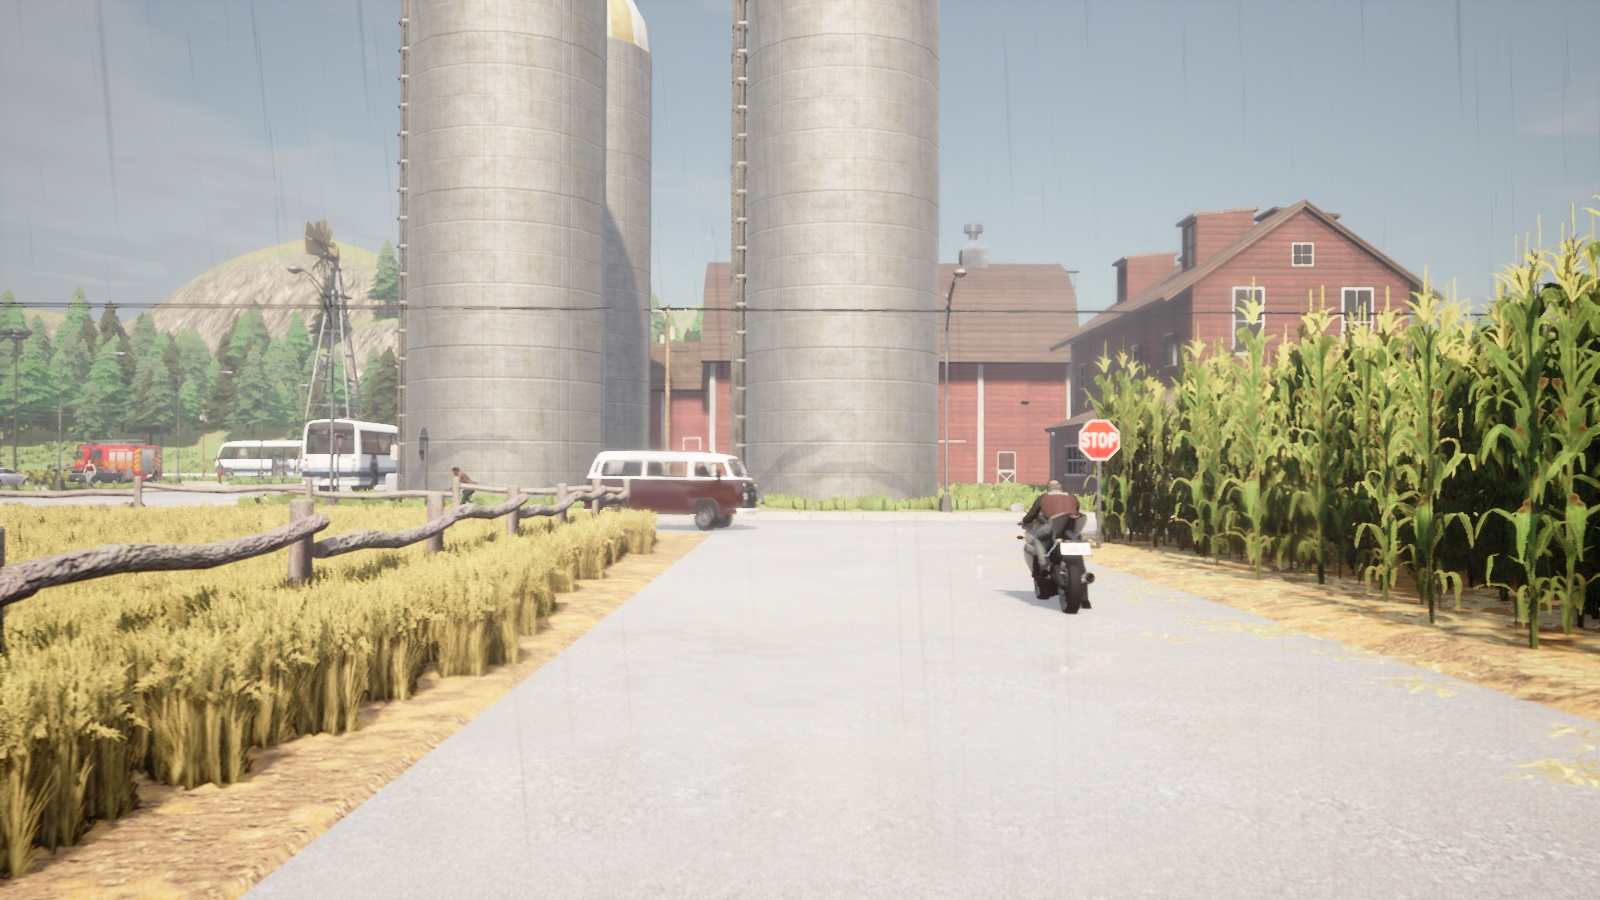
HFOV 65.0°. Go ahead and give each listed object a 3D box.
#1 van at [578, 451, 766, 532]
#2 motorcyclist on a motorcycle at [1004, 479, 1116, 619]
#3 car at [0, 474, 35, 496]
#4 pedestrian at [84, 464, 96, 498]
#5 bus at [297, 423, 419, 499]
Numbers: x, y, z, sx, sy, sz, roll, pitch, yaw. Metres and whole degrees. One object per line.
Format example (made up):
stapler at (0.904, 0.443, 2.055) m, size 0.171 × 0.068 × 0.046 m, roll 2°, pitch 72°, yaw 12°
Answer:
van at (-3.329, 1.090, 33.017) m, size 4.480 × 2.038 × 2.069 m, roll 0°, pitch -2°, yaw 13°
motorcyclist on a motorcycle at (3.063, 1.119, 15.016) m, size 0.866 × 1.530 × 2.191 m, roll 0°, pitch -1°, yaw 0°
car at (-52.604, 2.290, 82.564) m, size 1.812 × 1.442 × 4.674 m, roll 0°, pitch -1°, yaw 0°
pedestrian at (-38.209, 1.650, 67.585) m, size 0.345 × 1.836 × 0.594 m, roll 0°, pitch -1°, yaw -2°
bus at (-26.517, 0.692, 76.117) m, size 3.944 × 4.253 × 10.273 m, roll 0°, pitch -1°, yaw -1°
